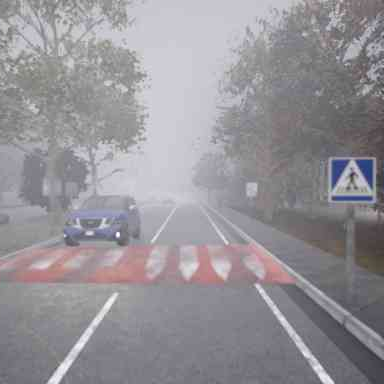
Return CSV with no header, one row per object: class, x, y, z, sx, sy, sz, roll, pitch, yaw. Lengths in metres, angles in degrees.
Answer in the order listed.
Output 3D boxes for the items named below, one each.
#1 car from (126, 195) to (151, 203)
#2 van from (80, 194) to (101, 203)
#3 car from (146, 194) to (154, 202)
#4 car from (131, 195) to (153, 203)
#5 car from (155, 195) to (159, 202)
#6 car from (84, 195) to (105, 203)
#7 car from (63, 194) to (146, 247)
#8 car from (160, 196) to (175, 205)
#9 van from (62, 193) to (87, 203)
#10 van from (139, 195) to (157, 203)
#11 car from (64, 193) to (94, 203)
car,-11.033,1.496,68.581,4.892,1.521,2.231,0,-1,-1
van,-24.335,1.586,79.753,4.442,1.987,1.878,0,-2,-1
car,-10.814,1.436,65.815,5.366,1.575,1.946,0,-1,-1
car,-11.114,1.508,74.131,4.553,1.767,2.185,0,-2,-1
car,-11.082,1.460,76.906,5.566,2.045,2.435,0,-2,-1
car,-24.215,1.766,82.520,4.553,1.767,2.185,0,-2,-1
car,-3.481,1.133,13.986,2.150,2.045,5.566,-1,-2,-1
car,-3.861,1.352,55.165,1.812,1.442,4.674,0,0,0
van,-24.225,1.286,68.558,4.442,1.987,1.878,0,-1,-1
van,-11.309,1.726,85.228,4.442,1.987,1.878,0,-2,-1
car,-24.164,1.327,71.451,5.566,2.045,2.435,0,-1,-1
